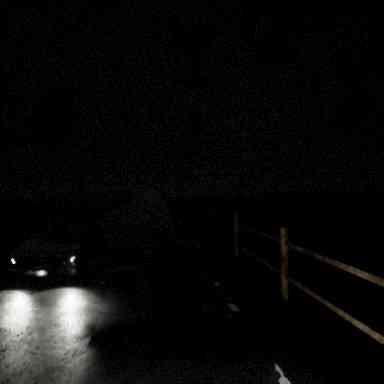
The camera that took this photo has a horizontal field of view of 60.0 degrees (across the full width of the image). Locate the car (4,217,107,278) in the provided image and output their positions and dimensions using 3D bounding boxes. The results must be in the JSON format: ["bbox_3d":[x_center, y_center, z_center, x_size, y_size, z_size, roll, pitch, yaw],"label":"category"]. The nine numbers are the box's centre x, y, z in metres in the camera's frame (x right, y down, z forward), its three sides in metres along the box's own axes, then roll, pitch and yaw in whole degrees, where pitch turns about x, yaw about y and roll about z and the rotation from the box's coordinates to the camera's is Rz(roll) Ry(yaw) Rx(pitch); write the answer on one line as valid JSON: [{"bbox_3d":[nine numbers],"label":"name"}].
[{"bbox_3d":[-3.872,1.532,10.526,2.033,1.411,5.357,-1,0,-7],"label":"car"}]
